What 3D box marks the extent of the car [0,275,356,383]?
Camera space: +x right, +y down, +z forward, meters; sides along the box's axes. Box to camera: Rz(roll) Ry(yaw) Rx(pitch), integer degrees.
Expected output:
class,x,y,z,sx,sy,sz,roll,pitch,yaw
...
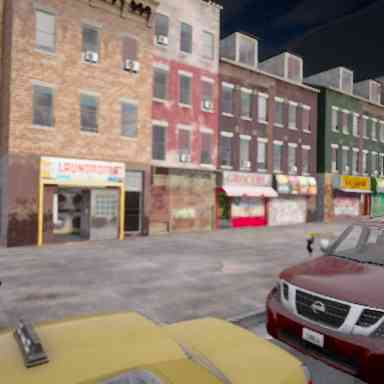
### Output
class,x,y,z,sx,sy,sz,roll,pitch,yaw
car,-1.226,1.525,1.917,4.829,1.417,1.752,0,1,-35

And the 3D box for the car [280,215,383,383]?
class,x,y,z,sx,sy,sz,roll,pitch,yaw
car,3.424,1.330,5.224,5.009,1.841,2.192,0,1,-35
